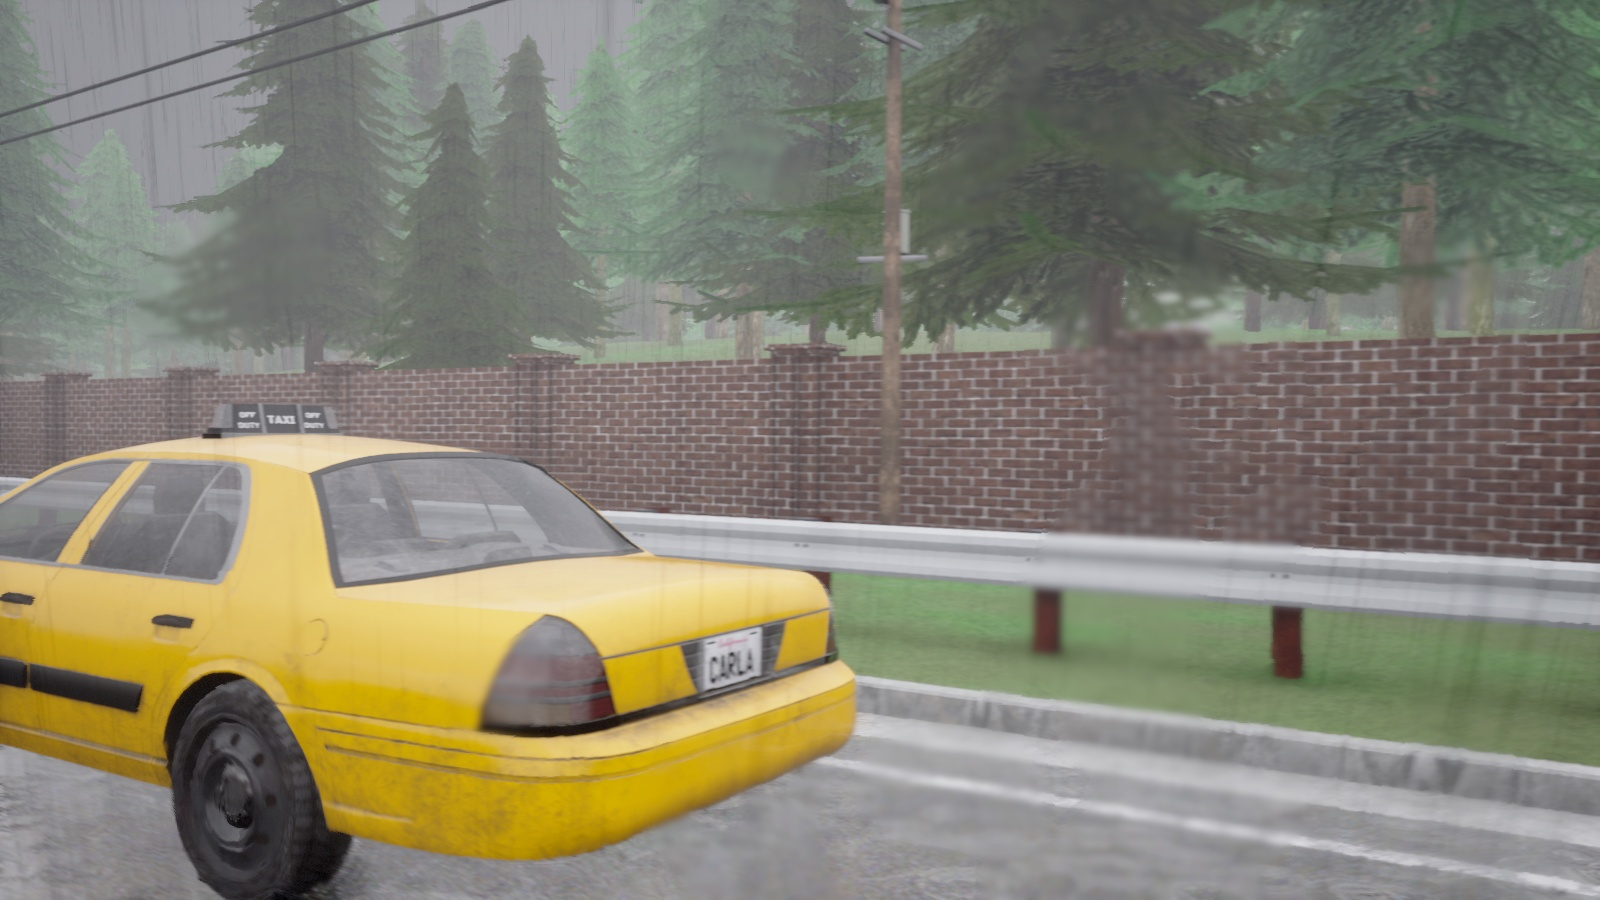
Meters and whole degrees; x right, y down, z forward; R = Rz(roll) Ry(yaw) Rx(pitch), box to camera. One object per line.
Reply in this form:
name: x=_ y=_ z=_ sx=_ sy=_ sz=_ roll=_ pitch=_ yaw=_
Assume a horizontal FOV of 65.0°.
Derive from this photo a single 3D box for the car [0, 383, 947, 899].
car: x=-2.231 y=0.619 z=5.177 sx=5.366 sy=1.575 sz=1.801 roll=0 pitch=1 yaw=32
